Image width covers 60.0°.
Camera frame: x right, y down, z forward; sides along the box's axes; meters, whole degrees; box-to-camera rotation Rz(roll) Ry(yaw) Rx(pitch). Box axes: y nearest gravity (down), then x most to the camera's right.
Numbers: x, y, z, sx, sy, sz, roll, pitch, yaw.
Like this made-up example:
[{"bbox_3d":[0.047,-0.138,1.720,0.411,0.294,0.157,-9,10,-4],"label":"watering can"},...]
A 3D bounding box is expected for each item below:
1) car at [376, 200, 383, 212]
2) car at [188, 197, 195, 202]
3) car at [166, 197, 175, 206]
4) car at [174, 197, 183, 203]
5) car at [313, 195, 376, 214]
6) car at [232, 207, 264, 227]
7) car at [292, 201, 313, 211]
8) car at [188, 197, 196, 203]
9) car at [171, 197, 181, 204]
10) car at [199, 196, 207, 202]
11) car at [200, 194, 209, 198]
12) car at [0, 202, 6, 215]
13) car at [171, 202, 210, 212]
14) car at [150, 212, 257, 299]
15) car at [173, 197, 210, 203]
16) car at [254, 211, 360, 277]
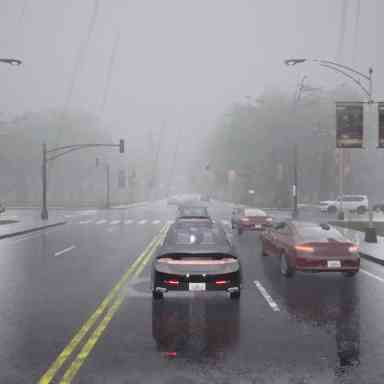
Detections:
[{"bbox_3d":[23.958,1.695,40.817,5.008,1.535,1.882,0,0,0],"label":"car"},{"bbox_3d":[-0.093,1.965,92.918,1.994,1.385,4.181,0,-1,0],"label":"car"},{"bbox_3d":[-3.393,1.739,58.033,2.033,1.411,5.357,0,0,0],"label":"car"},{"bbox_3d":[-3.335,1.930,85.468,2.128,1.511,4.902,0,-1,0],"label":"car"},{"bbox_3d":[17.070,1.399,37.512,5.566,2.045,2.150,0,0,-1],"label":"car"},{"bbox_3d":[3.342,1.555,18.947,1.812,1.442,4.674,0,0,1],"label":"car"},{"bbox_3d":[14.826,1.772,40.736,4.718,1.301,1.895,0,0,0],"label":"car"},{"bbox_3d":[-0.081,1.893,82.464,1.882,1.535,5.008,0,-1,0],"label":"car"},{"bbox_3d":[-3.321,1.817,70.711,1.812,1.442,4.674,0,-1,0],"label":"car"},{"bbox_3d":[3.157,1.952,92.921,2.033,1.411,5.357,0,-1,0],"label":"car"},{"bbox_3d":[3.169,1.642,82.534,2.150,2.045,5.566,0,-1,0],"label":"car"},{"bbox_3d":[-20.171,1.224,30.493,5.566,2.045,2.150,0,0,-1],"label":"car"},{"bbox_3d":[0.084,1.517,17.829,2.128,1.511,4.902,0,0,0],"label":"car"},{"bbox_3d":[0.092,1.496,8.421,2.128,1.511,4.902,0,0,0],"label":"car"},{"bbox_3d":[0.117,1.651,38.335,1.994,1.385,4.181,0,0,-40],"label":"car"},{"bbox_3d":[3.336,1.533,10.138,1.812,1.442,4.674,0,0,0],"label":"car"}]
